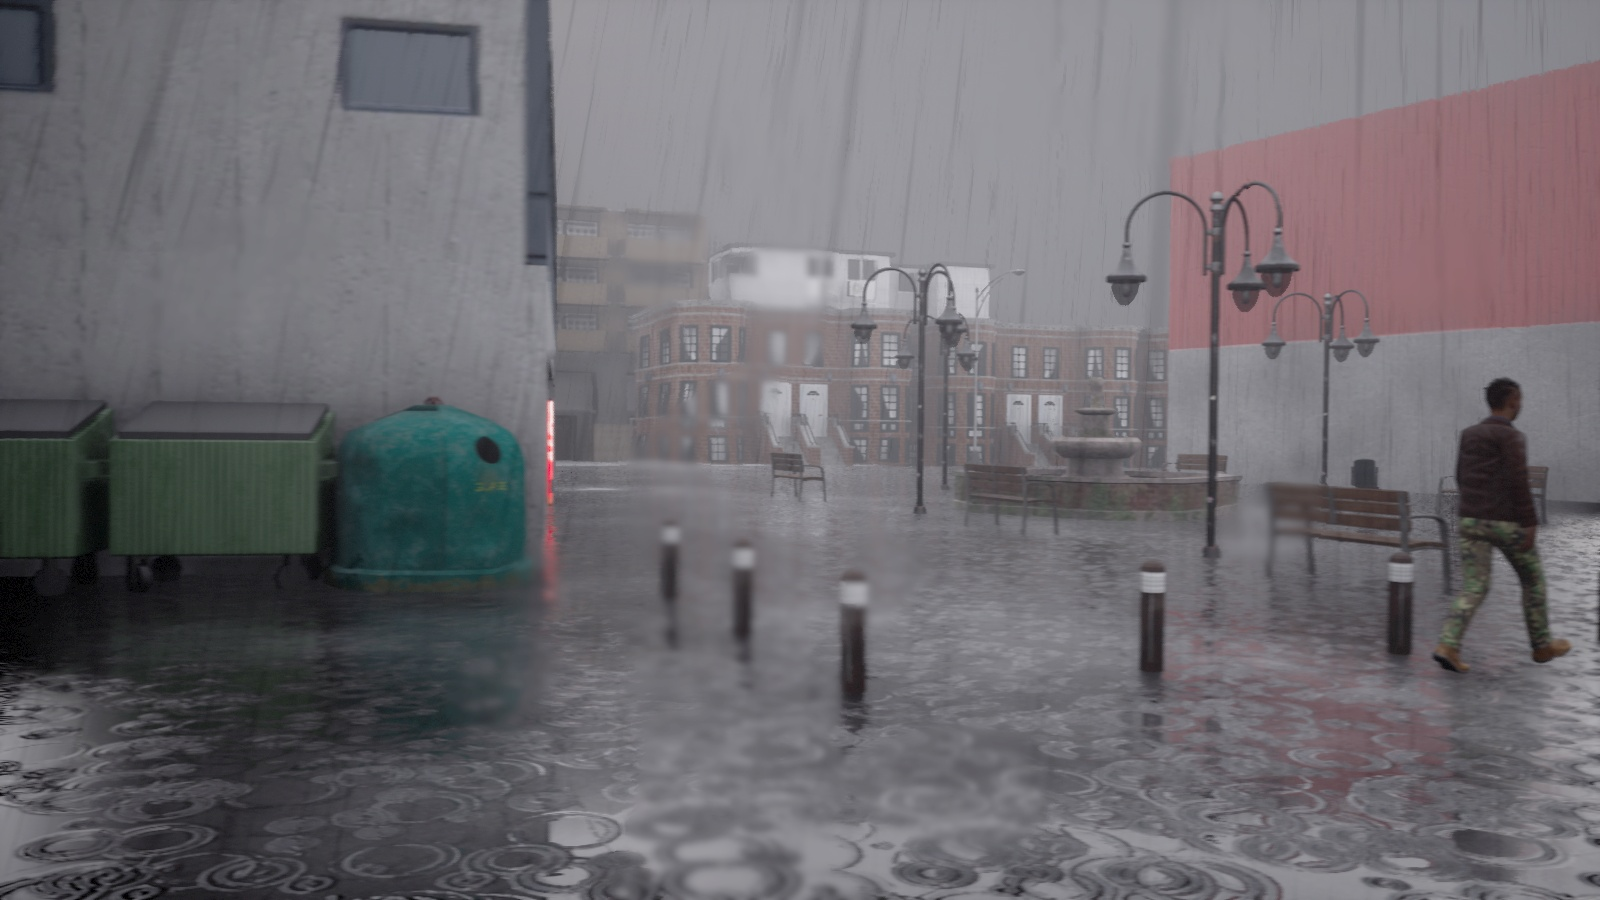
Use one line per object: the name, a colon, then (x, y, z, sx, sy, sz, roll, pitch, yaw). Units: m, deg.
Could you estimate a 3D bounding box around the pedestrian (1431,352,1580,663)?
pedestrian: (4.334, 0.335, 7.726, 0.703, 1.840, 0.431, -1, 1, -16)
